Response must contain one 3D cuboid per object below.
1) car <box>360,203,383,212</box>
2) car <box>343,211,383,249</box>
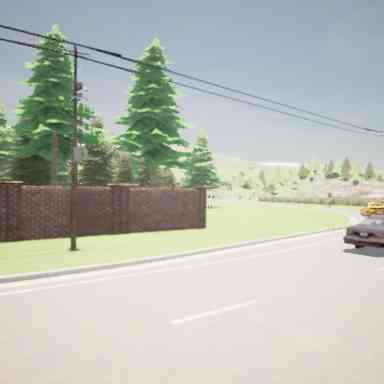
[{"bbox_3d":[18.857,1.837,34.522,1.882,1.535,5.008,1,0,17],"label":"car"},{"bbox_3d":[8.620,1.698,14.194,5.357,1.411,2.033,1,0,-35],"label":"car"}]
